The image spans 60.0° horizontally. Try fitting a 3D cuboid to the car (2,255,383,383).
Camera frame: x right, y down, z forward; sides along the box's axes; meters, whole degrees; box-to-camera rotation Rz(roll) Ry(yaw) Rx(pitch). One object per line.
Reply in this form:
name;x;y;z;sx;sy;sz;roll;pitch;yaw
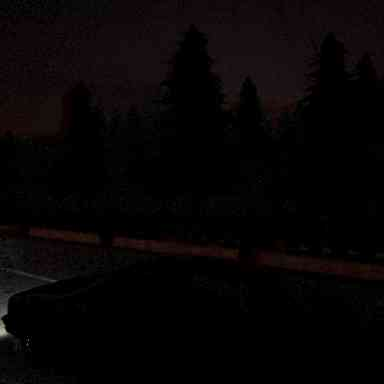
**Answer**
car;-0.156;1.551;4.068;5.357;1.411;2.033;0;0;35
